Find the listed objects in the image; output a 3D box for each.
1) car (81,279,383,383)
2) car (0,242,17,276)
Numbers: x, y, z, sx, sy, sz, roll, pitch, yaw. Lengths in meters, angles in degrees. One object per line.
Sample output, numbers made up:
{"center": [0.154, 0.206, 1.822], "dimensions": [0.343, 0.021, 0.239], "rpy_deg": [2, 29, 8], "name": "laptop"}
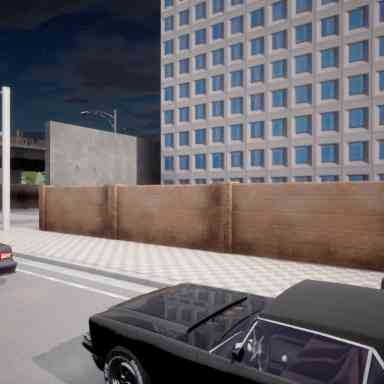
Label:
{"center": [1.059, 1.601, 3.229], "dimensions": [4.718, 1.301, 1.895], "rpy_deg": [0, 0, 36], "name": "car"}
{"center": [-6.747, 1.547, 8.804], "dimensions": [5.357, 1.411, 2.033], "rpy_deg": [0, 0, 36], "name": "car"}
